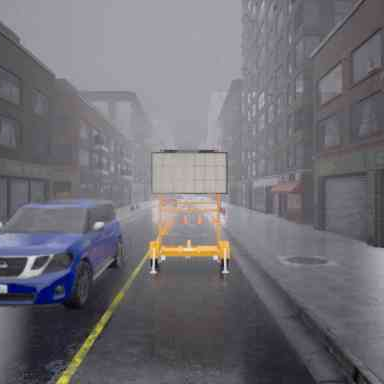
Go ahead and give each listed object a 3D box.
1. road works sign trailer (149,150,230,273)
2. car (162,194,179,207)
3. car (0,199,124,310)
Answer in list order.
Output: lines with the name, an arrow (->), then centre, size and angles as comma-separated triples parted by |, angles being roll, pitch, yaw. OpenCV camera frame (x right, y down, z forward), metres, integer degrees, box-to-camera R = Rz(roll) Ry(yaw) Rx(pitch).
road works sign trailer -> -0.081, 0.464, 10.627 | 2.380, 3.560, 2.880 | 0, 0, 0
car -> -3.493, 1.213, 51.063 | 2.150, 2.045, 5.566 | 0, 0, 0
car -> -3.161, 1.221, 8.162 | 2.150, 2.045, 5.566 | 0, 0, 0
